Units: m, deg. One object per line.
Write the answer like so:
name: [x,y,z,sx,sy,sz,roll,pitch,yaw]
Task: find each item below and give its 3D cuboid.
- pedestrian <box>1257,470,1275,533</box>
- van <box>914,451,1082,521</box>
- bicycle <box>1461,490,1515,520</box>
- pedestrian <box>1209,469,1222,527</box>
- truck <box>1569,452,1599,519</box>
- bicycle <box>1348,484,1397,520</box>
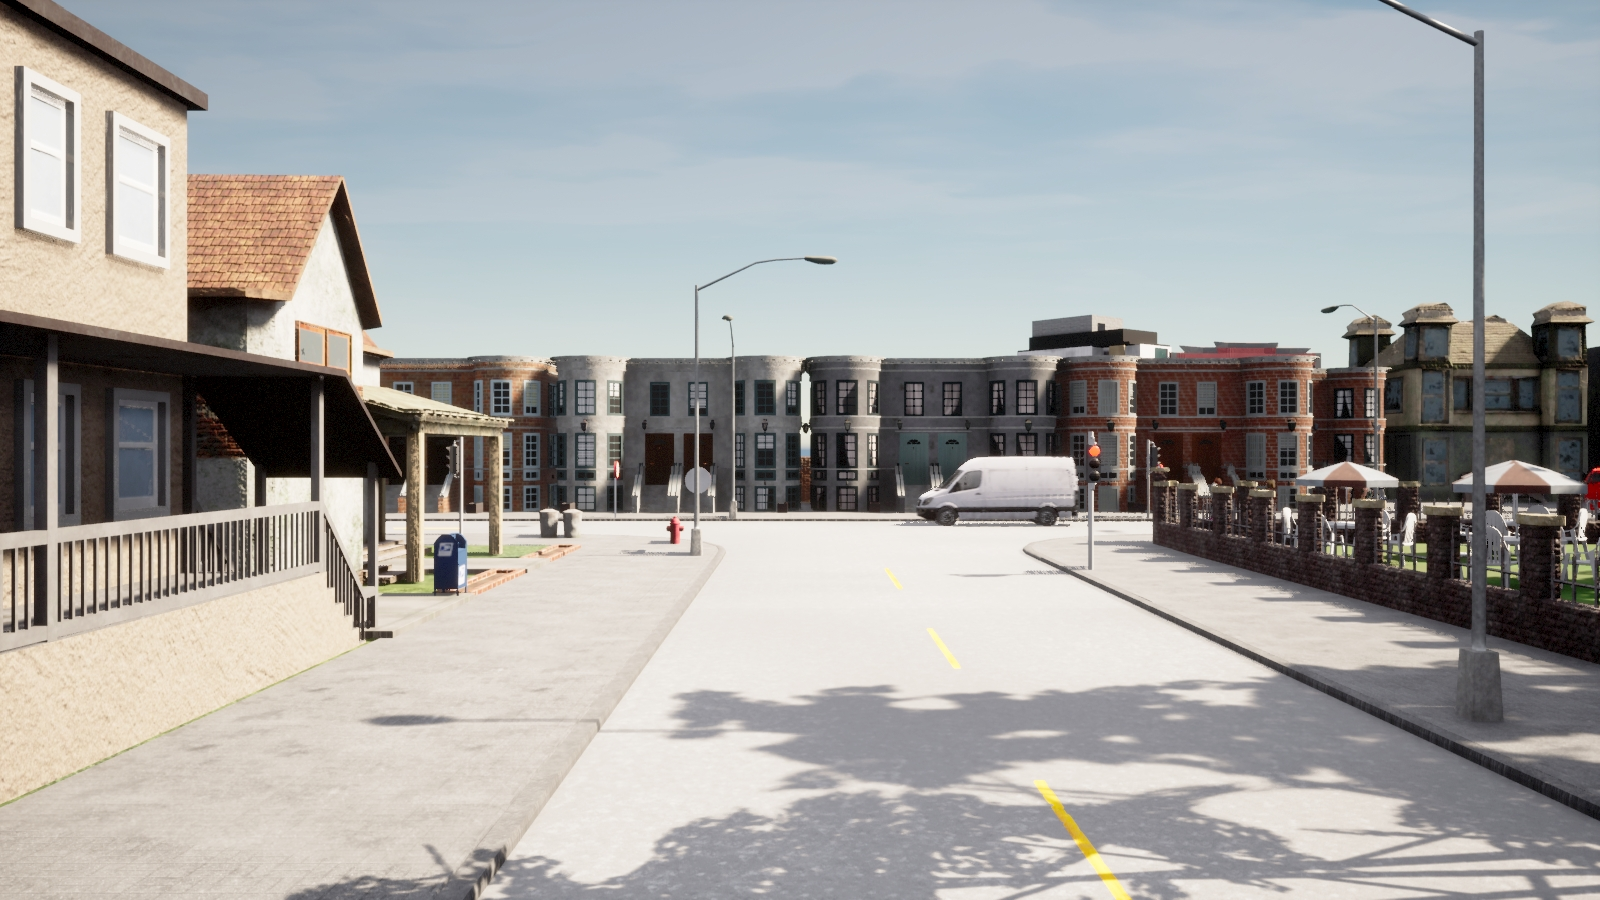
pedestrian: [13.857,1.516,33.962,0.375,1.860,0.375,0,0,0]
van: [7.332,1.314,42.747,5.915,2.561,1.988,0,0,0]
bicycle: [25.709,2.037,42.714,1.487,1.080,0.859,0,0,0]
pedestrian: [13.364,1.530,36.764,0.375,1.860,0.375,0,0,15]
truck: [32.294,1.364,42.738,5.204,2.467,2.627,1,0,0]
bicycle: [21.405,1.936,42.731,1.643,1.296,0.373,0,0,0]
